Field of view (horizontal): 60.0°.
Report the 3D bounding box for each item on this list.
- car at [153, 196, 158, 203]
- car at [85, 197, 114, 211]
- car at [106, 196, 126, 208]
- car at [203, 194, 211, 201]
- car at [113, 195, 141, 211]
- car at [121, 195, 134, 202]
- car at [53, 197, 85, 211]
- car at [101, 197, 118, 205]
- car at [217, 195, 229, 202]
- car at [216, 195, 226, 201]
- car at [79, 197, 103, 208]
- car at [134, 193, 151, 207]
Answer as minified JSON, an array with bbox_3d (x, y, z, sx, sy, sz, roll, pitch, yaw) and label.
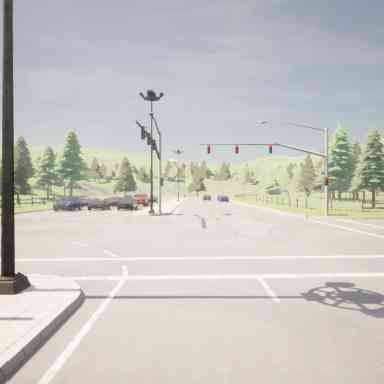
[{"bbox_3d":[-7.951,1.547,68.083,2.033,1.411,5.357,0,0,0],"label":"car"},{"bbox_3d":[-11.568,1.564,41.632,1.994,1.385,4.181,0,0,0],"label":"car"},{"bbox_3d":[-11.556,1.477,50.610,1.882,1.535,5.008,0,0,0],"label":"car"},{"bbox_3d":[3.812,1.355,84.021,2.097,1.767,4.553,0,0,2],"label":"car"},{"bbox_3d":[-8.064,1.477,41.751,1.882,1.535,5.008,0,0,0],"label":"car"},{"bbox_3d":[-14.866,1.389,76.725,1.837,1.490,4.892,0,0,1],"label":"car"},{"bbox_3d":[-15.070,1.352,40.378,2.097,1.767,4.553,0,0,0],"label":"car"},{"bbox_3d":[-15.013,1.564,60.949,1.994,1.385,4.181,0,0,0],"label":"car"},{"bbox_3d":[7.095,1.478,73.875,1.882,1.535,5.008,0,0,1],"label":"car"},{"bbox_3d":[7.320,1.525,84.279,2.128,1.511,4.902,0,0,2],"label":"car"},{"bbox_3d":[-15.059,1.547,49.837,2.033,1.411,5.357,0,0,0],"label":"car"},{"bbox_3d":[-8.056,1.220,51.735,2.150,2.045,5.566,0,0,0],"label":"car"}]
